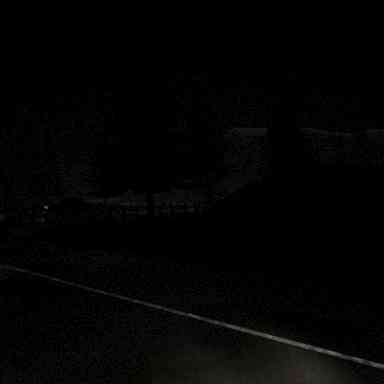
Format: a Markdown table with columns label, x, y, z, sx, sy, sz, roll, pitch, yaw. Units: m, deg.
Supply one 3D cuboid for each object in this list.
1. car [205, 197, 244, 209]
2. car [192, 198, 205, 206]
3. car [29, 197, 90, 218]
| label | x | y | z | sx | sy | sz | roll | pitch | yaw |
| --- | --- | --- | --- | --- | --- | --- | --- | --- | --- |
| car | 4.701 | 1.421 | 43.720 | 4.902 | 1.511 | 2.128 | 0 | 0 | -34 |
| car | 2.587 | 1.462 | 46.590 | 5.357 | 1.411 | 2.033 | 0 | 0 | -34 |
| car | -11.404 | 1.263 | 29.430 | 2.097 | 1.767 | 4.553 | 0 | 0 | 41 |
